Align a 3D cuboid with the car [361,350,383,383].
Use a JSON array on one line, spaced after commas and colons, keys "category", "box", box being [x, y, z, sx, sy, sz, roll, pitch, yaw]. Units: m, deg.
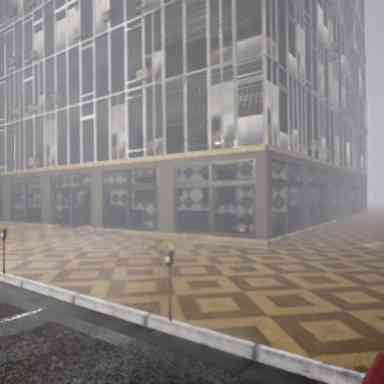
[{"category": "car", "box": [3.037, 1.307, 0.724, 5.009, 1.841, 2.192, 0, -1, 36]}]
